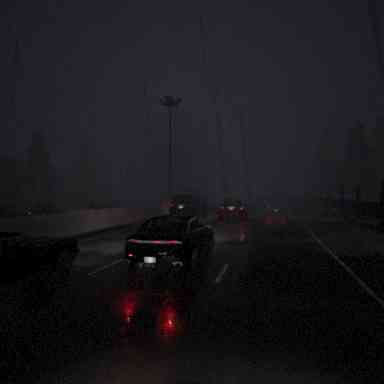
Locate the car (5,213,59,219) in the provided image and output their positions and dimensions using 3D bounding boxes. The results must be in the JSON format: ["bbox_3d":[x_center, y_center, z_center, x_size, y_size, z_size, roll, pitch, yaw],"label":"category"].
[{"bbox_3d":[-11.681,1.556,25.307,1.994,1.385,4.181,0,0,13],"label":"car"}]

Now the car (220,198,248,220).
[{"bbox_3d":[3.607,1.346,28.291,2.097,1.767,4.553,0,0,13],"label":"car"}]

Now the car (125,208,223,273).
[{"bbox_3d":[-0.503,1.489,10.755,2.128,1.511,4.902,0,0,13],"label":"car"}]

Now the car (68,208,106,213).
[{"bbox_3d":[-7.829,1.593,26.400,1.895,1.301,4.718,0,0,13],"label":"car"}]

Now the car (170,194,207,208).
[{"bbox_3d":[-0.209,1.214,27.351,2.150,2.045,5.566,0,0,13],"label":"car"}]

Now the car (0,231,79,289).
[{"bbox_3d":[-4.743,1.598,8.001,1.895,1.301,4.718,0,0,13],"label":"car"}]

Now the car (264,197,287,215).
[{"bbox_3d":[8.365,1.520,33.304,1.812,1.442,4.674,0,0,13],"label":"car"}]

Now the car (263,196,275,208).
[{"bbox_3d":[10.433,1.344,43.834,2.097,1.767,4.553,0,0,10],"label":"car"}]
